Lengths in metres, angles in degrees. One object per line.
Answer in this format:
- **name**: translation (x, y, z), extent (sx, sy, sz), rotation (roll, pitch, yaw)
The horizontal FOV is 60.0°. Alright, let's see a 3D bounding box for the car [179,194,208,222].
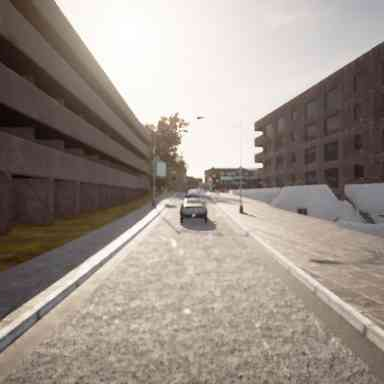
- **car**: translation (0.113, 1.186, 23.151), extent (2.128, 1.511, 4.902), rotation (0, 2, 0)

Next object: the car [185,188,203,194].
- **car**: translation (0.123, 0.467, 41.616), extent (1.812, 1.442, 4.674), rotation (0, 3, 0)
